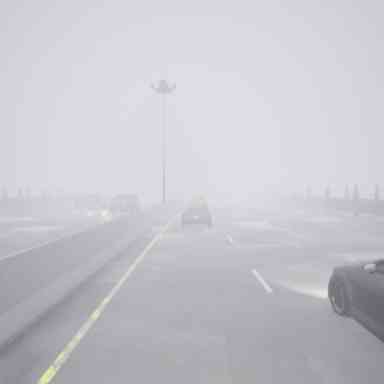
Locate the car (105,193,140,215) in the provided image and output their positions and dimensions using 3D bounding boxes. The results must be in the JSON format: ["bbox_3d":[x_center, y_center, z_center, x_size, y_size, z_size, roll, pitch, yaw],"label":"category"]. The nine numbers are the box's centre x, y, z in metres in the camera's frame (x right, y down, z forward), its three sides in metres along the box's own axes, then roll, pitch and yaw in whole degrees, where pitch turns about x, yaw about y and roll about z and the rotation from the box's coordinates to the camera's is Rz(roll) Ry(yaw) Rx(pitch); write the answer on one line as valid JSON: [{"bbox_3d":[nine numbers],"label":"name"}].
[{"bbox_3d":[-6.586,1.142,33.205,2.150,2.045,5.566,0,0,2],"label":"car"}]

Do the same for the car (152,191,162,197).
[{"bbox_3d":[-8.561,0.752,82.272,2.150,2.045,5.566,0,0,2],"label":"car"}]

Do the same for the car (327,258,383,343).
[{"bbox_3d":[3.603,1.553,4.752,1.994,1.385,4.181,0,0,0],"label":"car"}]

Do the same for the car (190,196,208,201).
[{"bbox_3d":[0.814,1.260,40.111,2.097,1.767,4.553,0,0,2],"label":"car"}]

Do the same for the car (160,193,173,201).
[{"bbox_3d":[-5.276,1.335,74.868,2.128,1.511,4.902,0,0,2],"label":"car"}]

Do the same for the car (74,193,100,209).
[{"bbox_3d":[-13.288,1.125,42.982,2.150,2.045,5.566,0,0,2],"label":"car"}]

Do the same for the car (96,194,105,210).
[{"bbox_3d":[-9.832,1.396,41.533,2.128,1.511,4.902,0,0,2],"label":"car"}]

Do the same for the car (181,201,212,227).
[{"bbox_3d":[0.325,1.512,22.463,1.994,1.385,4.181,0,0,1],"label":"car"}]
